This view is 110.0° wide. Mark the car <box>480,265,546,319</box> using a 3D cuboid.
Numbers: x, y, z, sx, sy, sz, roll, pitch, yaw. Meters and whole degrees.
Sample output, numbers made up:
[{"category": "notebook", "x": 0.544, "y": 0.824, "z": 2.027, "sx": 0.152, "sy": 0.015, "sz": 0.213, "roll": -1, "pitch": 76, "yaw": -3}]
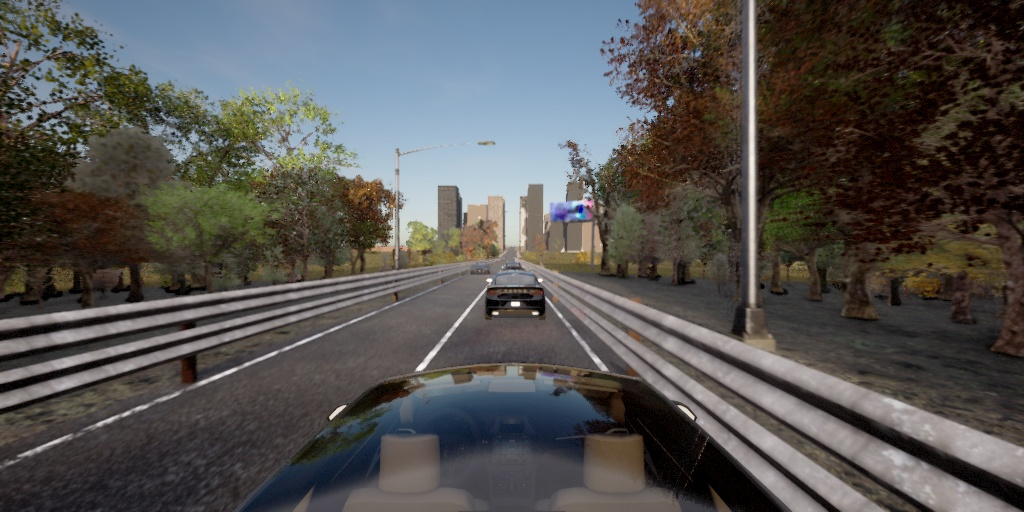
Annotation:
[{"category": "car", "x": 0.103, "y": 1.238, "z": 12.811, "sx": 1.882, "sy": 1.535, "sz": 5.008, "roll": 0, "pitch": 0, "yaw": 0}]

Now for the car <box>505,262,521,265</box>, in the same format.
[{"category": "car", "x": 0.102, "y": 1.293, "z": 32.541, "sx": 1.837, "sy": 1.490, "sz": 4.892, "roll": 0, "pitch": 0, "yaw": 0}]

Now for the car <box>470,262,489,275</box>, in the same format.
[{"category": "car", "x": -3.342, "y": 1.361, "z": 39.021, "sx": 1.994, "sy": 1.385, "sz": 4.181, "roll": 0, "pitch": 0, "yaw": 0}]
